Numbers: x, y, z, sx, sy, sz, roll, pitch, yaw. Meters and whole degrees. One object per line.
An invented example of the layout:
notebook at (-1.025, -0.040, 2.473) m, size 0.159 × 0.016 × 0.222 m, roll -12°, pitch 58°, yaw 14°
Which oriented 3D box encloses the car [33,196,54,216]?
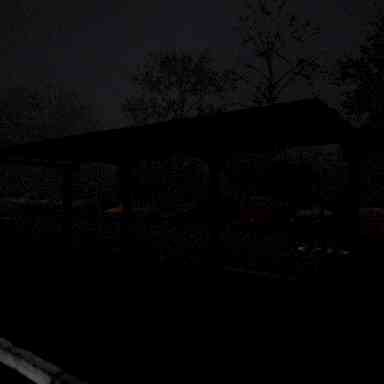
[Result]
car at (-11.469, 1.372, 30.786) m, size 2.097 × 1.535 × 5.008 m, roll 0°, pitch 0°, yaw 35°

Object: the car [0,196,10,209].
car at (-25.082, 1.305, 40.378) m, size 2.163 × 1.488 × 4.792 m, roll 1°, pitch 0°, yaw 35°

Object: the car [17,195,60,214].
car at (-13.735, 1.358, 32.390) m, size 2.097 × 1.535 × 5.008 m, roll 0°, pitch 0°, yaw 35°

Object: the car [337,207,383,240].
car at (8.915, 1.500, 16.346) m, size 2.097 × 1.535 × 5.008 m, roll 0°, pitch 0°, yaw 35°

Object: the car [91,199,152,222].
car at (-4.783, 1.412, 25.820) m, size 1.946 × 1.575 × 5.366 m, roll 0°, pitch 0°, yaw 35°

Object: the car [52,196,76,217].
car at (-9.203, 1.388, 29.183) m, size 2.231 × 1.521 × 4.892 m, roll 0°, pitch 0°, yaw 35°

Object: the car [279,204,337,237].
car at (6.649, 1.526, 17.953) m, size 2.002 × 1.452 × 4.674 m, roll 0°, pitch 0°, yaw 35°

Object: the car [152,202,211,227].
car at (-0.161, 1.472, 22.741) m, size 2.163 × 1.488 × 4.792 m, roll 0°, pitch 0°, yaw 35°

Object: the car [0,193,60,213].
car at (-16.019, 1.093, 33.965) m, size 2.435 × 2.045 × 5.566 m, roll 0°, pitch 0°, yaw 35°

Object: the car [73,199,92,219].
car at (-6.925, 1.430, 27.599) m, size 2.163 × 1.488 × 4.792 m, roll 0°, pitch 0°, yaw 35°

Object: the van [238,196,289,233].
van at (4.454, 1.245, 19.652) m, size 1.878 × 1.987 × 4.442 m, roll 0°, pitch 0°, yaw 35°
